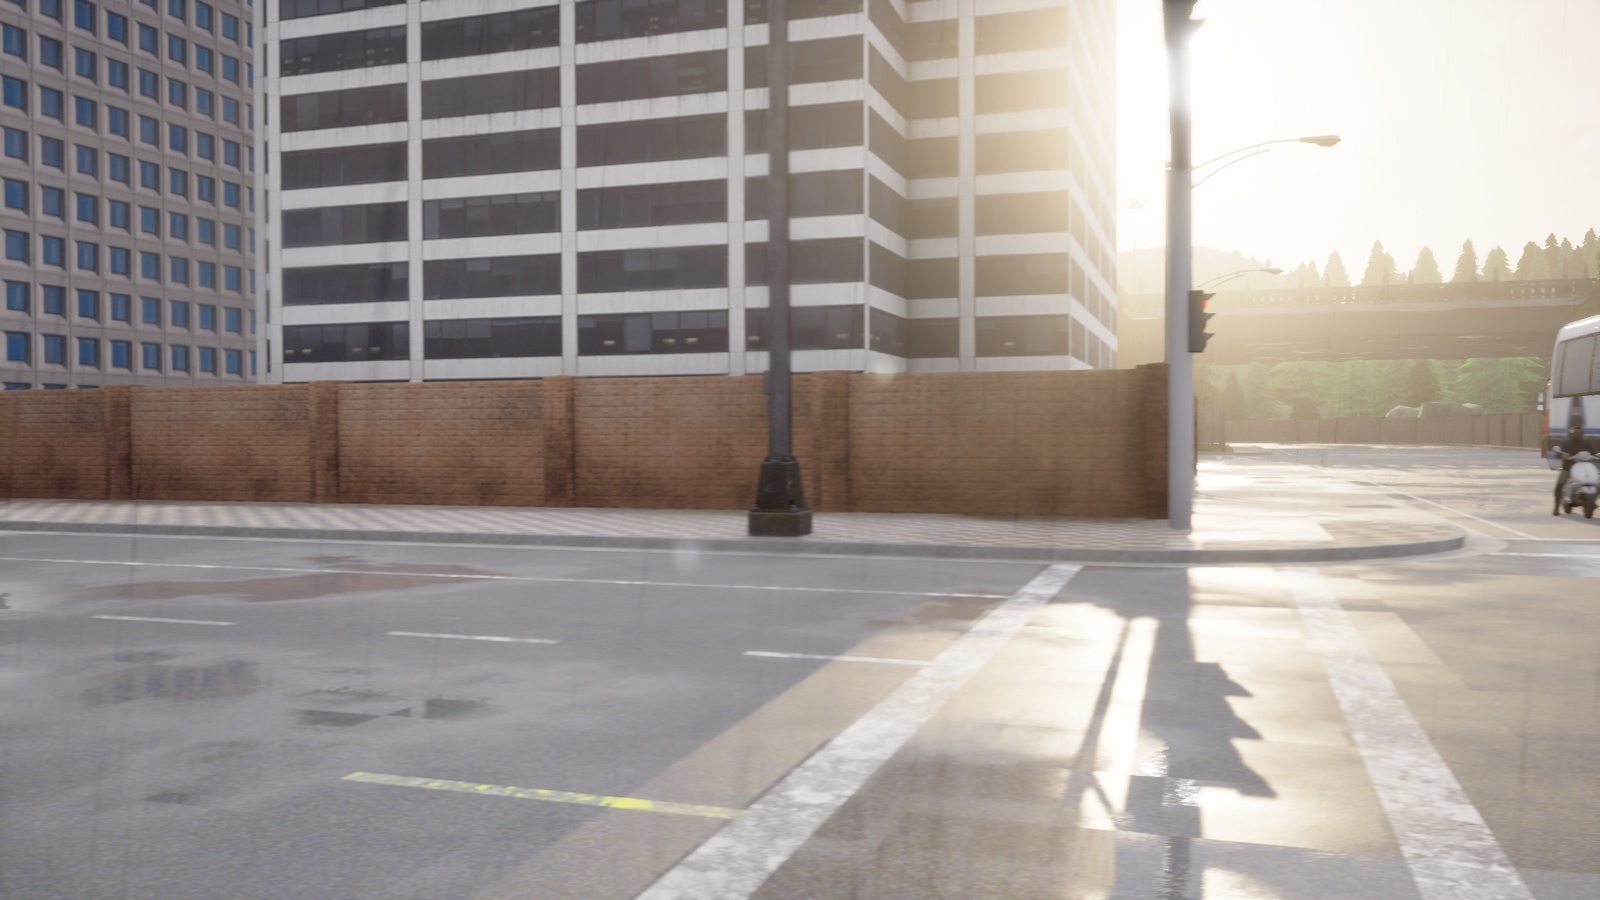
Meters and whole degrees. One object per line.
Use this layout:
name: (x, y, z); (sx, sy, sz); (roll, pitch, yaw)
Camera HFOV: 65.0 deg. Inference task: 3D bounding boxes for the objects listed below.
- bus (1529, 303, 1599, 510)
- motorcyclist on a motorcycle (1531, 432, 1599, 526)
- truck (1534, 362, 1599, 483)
bus: (18.570, -0.900, 25.990); (3.944, 4.253, 10.273); (0, 1, 18)
motorcyclist on a motorcycle: (13.581, 0.475, 22.084); (0.866, 1.590, 1.817); (0, 1, 18)
truck: (27.942, -0.929, 43.196); (2.891, 3.827, 8.468); (0, 1, 18)
